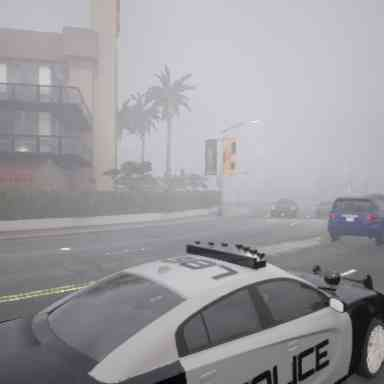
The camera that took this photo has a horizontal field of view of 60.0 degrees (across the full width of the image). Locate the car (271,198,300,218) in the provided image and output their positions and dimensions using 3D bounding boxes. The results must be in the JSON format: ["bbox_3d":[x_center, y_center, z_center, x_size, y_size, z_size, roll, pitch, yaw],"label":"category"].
[{"bbox_3d":[8.452,1.334,29.936,2.097,1.767,4.553,0,0,23],"label":"car"}]

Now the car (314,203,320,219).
[{"bbox_3d":[11.740,1.493,28.719,1.837,1.490,4.892,0,0,23],"label":"car"}]

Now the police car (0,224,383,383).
[{"bbox_3d":[0.468,1.422,3.788,5.238,1.638,1.930,0,0,-38],"label":"police car"}]

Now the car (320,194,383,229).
[{"bbox_3d":[8.268,1.218,15.883,2.150,2.045,5.566,0,0,39],"label":"car"}]

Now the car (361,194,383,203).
[{"bbox_3d":[36.845,1.226,67.530,2.185,1.767,4.553,0,0,-11],"label":"car"}]
